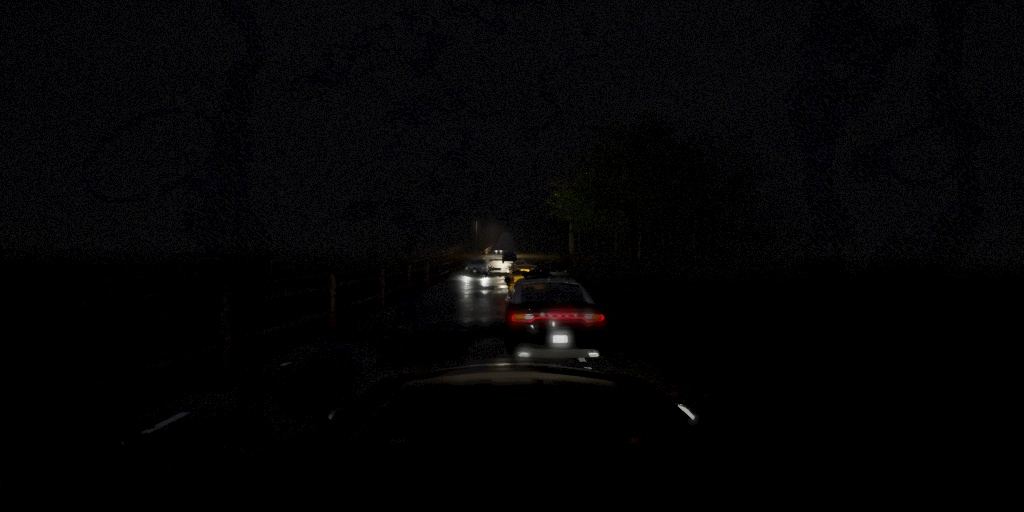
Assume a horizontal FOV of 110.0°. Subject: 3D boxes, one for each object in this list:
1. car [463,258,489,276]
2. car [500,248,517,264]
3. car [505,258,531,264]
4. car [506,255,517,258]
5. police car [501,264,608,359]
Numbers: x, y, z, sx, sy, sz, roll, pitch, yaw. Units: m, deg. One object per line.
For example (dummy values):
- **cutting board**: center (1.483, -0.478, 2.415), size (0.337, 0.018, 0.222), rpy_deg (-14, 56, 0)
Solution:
- **car**: center (-2.994, 0.897, 30.982), size (1.812, 1.442, 4.674), rpy_deg (0, 1, 0)
- **car**: center (-0.356, 0.112, 51.823), size (2.097, 1.767, 4.553), rpy_deg (0, 2, 0)
- **car**: center (0.688, 1.072, 18.576), size (1.801, 1.575, 5.366), rpy_deg (0, 1, 0)
- **car**: center (0.637, 0.969, 24.574), size (1.801, 1.575, 5.366), rpy_deg (0, 1, 0)
- **police car**: center (0.774, 1.149, 8.499), size (1.930, 1.638, 5.238), rpy_deg (0, 0, 0)
